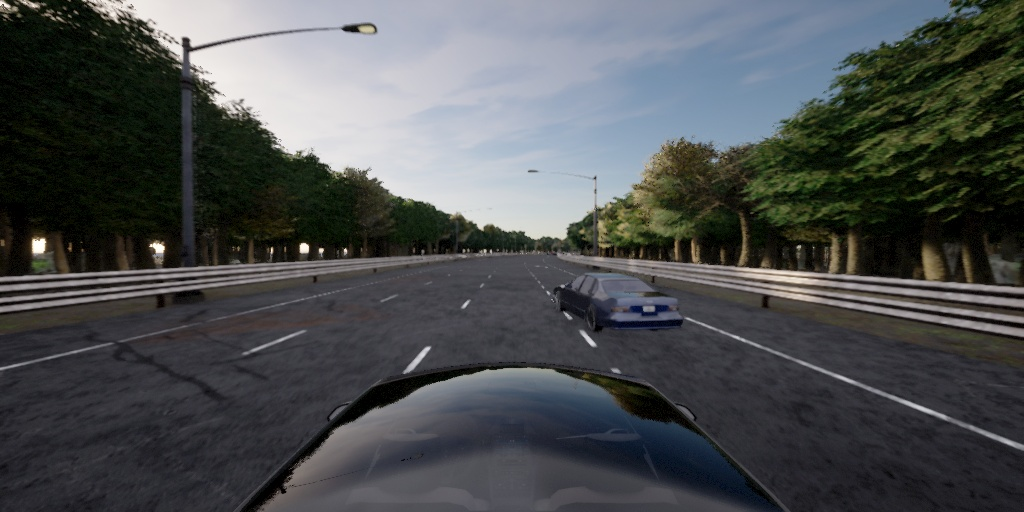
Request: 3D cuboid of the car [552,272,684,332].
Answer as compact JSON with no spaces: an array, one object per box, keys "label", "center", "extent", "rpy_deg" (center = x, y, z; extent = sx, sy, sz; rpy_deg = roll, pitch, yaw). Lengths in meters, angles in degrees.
[{"label":"car","center":[2.660,1.176,10.391],"extent":[2.033,1.411,5.357],"rpy_deg":[0,1,-8]}]
